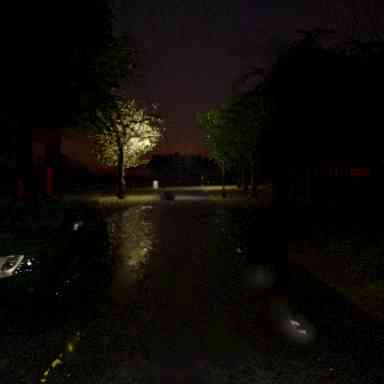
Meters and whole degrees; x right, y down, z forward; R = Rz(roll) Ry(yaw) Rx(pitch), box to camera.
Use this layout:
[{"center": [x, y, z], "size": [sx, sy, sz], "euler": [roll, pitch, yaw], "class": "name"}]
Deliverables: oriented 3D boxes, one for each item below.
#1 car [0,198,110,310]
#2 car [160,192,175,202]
[{"center": [-3.597, 1.192, 8.091], "size": [2.150, 2.045, 5.566], "euler": [0, 0, 0], "class": "car"}, {"center": [-3.575, 0.689, 49.194], "size": [2.033, 1.411, 5.357], "euler": [0, 2, 0], "class": "car"}]
